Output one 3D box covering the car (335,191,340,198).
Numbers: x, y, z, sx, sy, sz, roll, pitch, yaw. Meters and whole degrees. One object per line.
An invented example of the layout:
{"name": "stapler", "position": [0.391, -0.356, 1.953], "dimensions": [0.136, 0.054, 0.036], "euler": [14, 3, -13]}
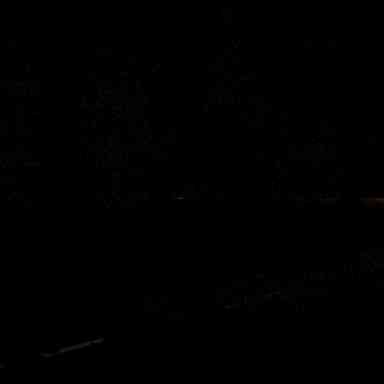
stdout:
{"name": "car", "position": [33.513, 0.428, 71.878], "dimensions": [2.097, 1.767, 4.553], "euler": [2, -2, -35]}
